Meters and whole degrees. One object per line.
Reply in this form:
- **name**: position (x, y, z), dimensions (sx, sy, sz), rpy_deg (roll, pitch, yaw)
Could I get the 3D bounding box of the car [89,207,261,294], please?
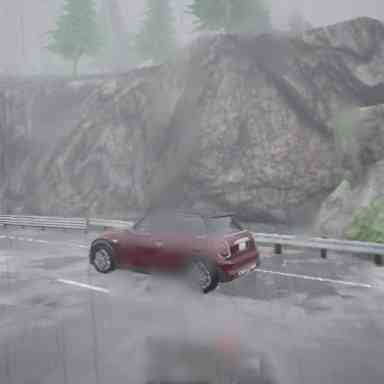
- **car**: position (-0.619, 1.252, 8.760), dimensions (4.553, 1.767, 2.097), rpy_deg (0, 1, 34)
